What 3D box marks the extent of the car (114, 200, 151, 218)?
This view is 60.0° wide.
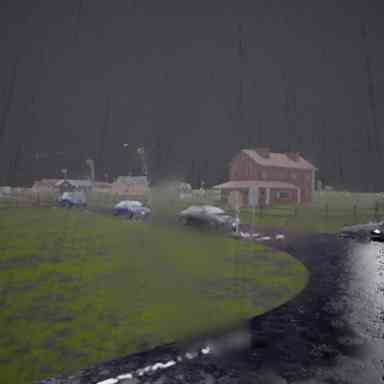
[{"bbox_3d":[-5.356,1.464,29.351,1.812,1.442,4.674,1,0,-35],"label":"car"}]

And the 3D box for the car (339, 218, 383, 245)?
[{"bbox_3d":[9.403,1.672,14.589,5.357,1.411,2.033,1,0,28],"label":"car"}]

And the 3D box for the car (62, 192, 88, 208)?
[{"bbox_3d":[-15.568,1.039,43.875,2.150,2.045,5.566,1,0,-35],"label":"car"}]

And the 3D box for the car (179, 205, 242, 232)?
[{"bbox_3d":[0.987,1.537,20.448,1.812,1.442,4.674,1,0,-36],"label":"car"}]
